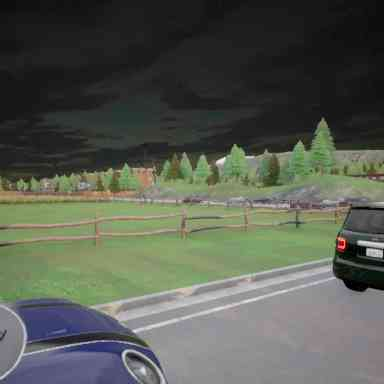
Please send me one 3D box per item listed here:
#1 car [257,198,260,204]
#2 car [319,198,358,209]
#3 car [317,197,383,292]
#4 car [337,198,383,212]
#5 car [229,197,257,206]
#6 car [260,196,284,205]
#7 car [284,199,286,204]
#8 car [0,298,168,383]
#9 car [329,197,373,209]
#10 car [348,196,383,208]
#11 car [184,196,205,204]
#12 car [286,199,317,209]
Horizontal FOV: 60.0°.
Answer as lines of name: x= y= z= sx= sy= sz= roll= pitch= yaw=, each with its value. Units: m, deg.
car: x=9.231 y=1.548 z=60.924 sx=2.033 sy=1.411 sz=5.357 roll=0 pitch=0 yaw=-36
car: x=20.203 y=1.525 z=45.933 sx=1.812 sy=1.442 sz=4.674 roll=0 pitch=0 yaw=-36
car: x=5.552 y=1.221 z=7.728 sx=5.566 sy=2.045 sz=2.150 roll=0 pitch=0 yaw=-36
car: x=20.247 y=1.504 z=39.957 sx=1.837 sy=1.490 sz=4.892 roll=0 pitch=0 yaw=-36
car: x=8.219 y=1.526 z=56.363 sx=1.812 sy=1.442 sz=4.674 roll=0 pitch=0 yaw=-36
car: x=13.784 y=1.526 z=60.631 sx=1.812 sy=1.442 sz=4.674 roll=0 pitch=0 yaw=-36
car: x=15.745 y=1.547 z=63.941 sx=2.033 sy=1.411 sz=5.357 roll=0 pitch=0 yaw=-36
car: x=-2.344 y=1.352 z=2.070 sx=4.553 sy=1.767 sz=2.097 roll=0 pitch=0 yaw=-36
car: x=22.933 y=1.547 z=48.131 sx=2.033 sy=1.411 sz=5.357 roll=0 pitch=0 yaw=-36
car: x=26.205 y=1.478 z=49.585 sx=1.882 sy=1.535 sz=5.008 roll=0 pitch=0 yaw=-36
car: x=0.373 y=1.507 z=61.199 sx=1.837 sy=1.490 sz=4.892 roll=0 pitch=-1 yaw=-36
car: x=14.522 y=1.564 z=41.840 sx=1.994 sy=1.385 sz=4.181 roll=0 pitch=0 yaw=-36
